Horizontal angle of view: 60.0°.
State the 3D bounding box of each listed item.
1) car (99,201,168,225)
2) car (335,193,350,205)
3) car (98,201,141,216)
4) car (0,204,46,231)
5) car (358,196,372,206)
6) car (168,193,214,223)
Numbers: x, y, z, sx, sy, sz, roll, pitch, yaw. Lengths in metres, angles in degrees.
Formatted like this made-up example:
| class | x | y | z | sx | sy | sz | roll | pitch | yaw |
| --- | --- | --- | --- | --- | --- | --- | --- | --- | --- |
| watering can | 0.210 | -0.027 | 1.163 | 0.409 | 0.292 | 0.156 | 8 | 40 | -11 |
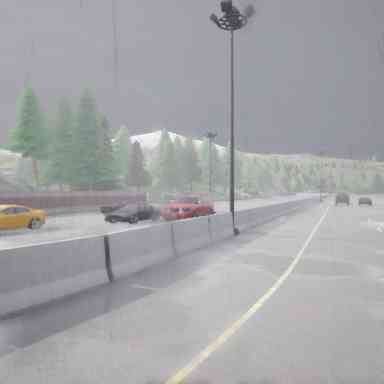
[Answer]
| class | x | y | z | sx | sy | sz | roll | pitch | yaw |
| --- | --- | --- | --- | --- | --- | --- | --- | --- | --- |
| car | -4.096 | 1.548 | 24.410 | 2.033 | 1.411 | 5.357 | 0 | 0 | 24 |
| car | 25.911 | 1.221 | 57.363 | 2.150 | 2.045 | 5.566 | 0 | 0 | 24 |
| car | -7.369 | 1.600 | 34.177 | 1.895 | 1.301 | 4.718 | 0 | 0 | 24 |
| car | -10.588 | 1.477 | 18.528 | 1.882 | 1.535 | 5.008 | 0 | 0 | 25 |
| car | 29.398 | 1.491 | 56.597 | 2.128 | 1.511 | 4.902 | 0 | 0 | 24 |
| car | -0.098 | 1.223 | 24.775 | 2.150 | 2.045 | 5.566 | 0 | 0 | 24 |
